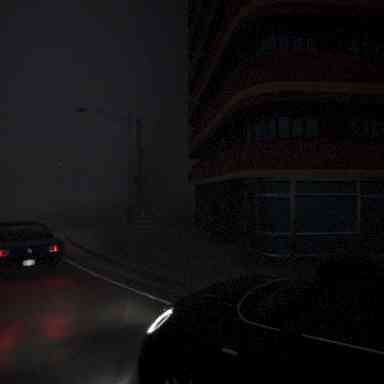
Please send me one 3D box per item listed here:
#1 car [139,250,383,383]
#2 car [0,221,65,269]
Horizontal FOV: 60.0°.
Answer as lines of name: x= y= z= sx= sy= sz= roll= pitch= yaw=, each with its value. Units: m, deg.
car: x=1.658 y=1.353 z=3.037 sx=4.553 sy=1.767 sz=2.097 roll=0 pitch=0 yaw=35
car: x=-5.671 y=1.601 z=10.698 sx=1.895 sy=1.301 sz=4.718 roll=0 pitch=0 yaw=-36
